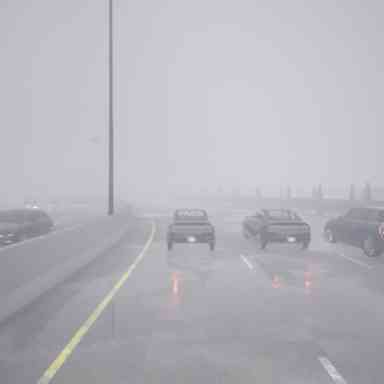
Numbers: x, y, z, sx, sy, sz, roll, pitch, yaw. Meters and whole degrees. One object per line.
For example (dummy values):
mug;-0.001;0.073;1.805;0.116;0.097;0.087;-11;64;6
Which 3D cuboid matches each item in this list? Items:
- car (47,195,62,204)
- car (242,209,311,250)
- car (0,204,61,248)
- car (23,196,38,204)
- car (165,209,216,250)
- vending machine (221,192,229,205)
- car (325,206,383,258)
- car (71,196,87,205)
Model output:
car;-22.947;1.336;55.249;1.837;1.490;4.892;0;0;-30
car;3.388;1.449;14.105;2.128;1.511;4.902;0;0;-2
car;-7.347;1.462;13.965;1.837;1.490;4.892;0;0;-3
car;-26.138;1.330;53.814;2.128;1.511;4.902;0;0;-30
car;-0.110;1.449;14.092;2.128;1.511;4.902;0;0;-2
vending machine;5.493;1.029;55.415;1.100;2.100;0.880;0;0;-23
car;6.937;1.314;12.826;2.097;1.767;4.553;0;0;-2
car;-18.472;1.400;54.365;1.994;1.385;4.181;0;0;-28
